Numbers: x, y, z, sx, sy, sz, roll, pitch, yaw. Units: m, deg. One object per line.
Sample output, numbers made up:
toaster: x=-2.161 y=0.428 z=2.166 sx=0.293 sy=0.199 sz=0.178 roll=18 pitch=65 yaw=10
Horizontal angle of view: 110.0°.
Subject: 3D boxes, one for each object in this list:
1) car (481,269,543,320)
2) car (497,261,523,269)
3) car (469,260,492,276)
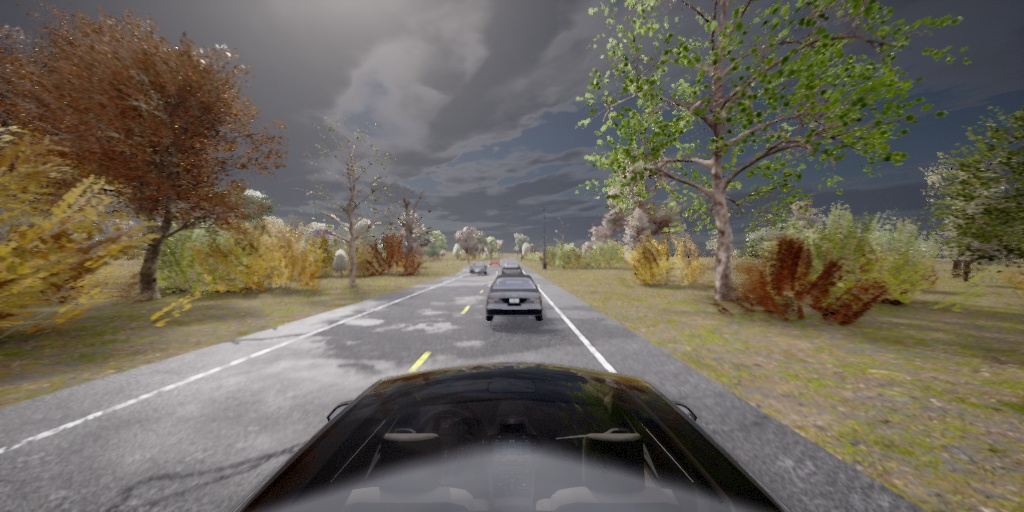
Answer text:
car: x=0.068 y=1.353 z=12.873 sx=2.033 sy=1.411 sz=5.357 roll=0 pitch=0 yaw=0
car: x=-0.007 y=1.391 z=32.957 sx=2.128 sy=1.511 sz=4.902 roll=0 pitch=0 yaw=0
car: x=-3.797 y=1.425 z=41.062 sx=2.128 sy=1.511 sz=4.902 roll=0 pitch=0 yaw=-1
